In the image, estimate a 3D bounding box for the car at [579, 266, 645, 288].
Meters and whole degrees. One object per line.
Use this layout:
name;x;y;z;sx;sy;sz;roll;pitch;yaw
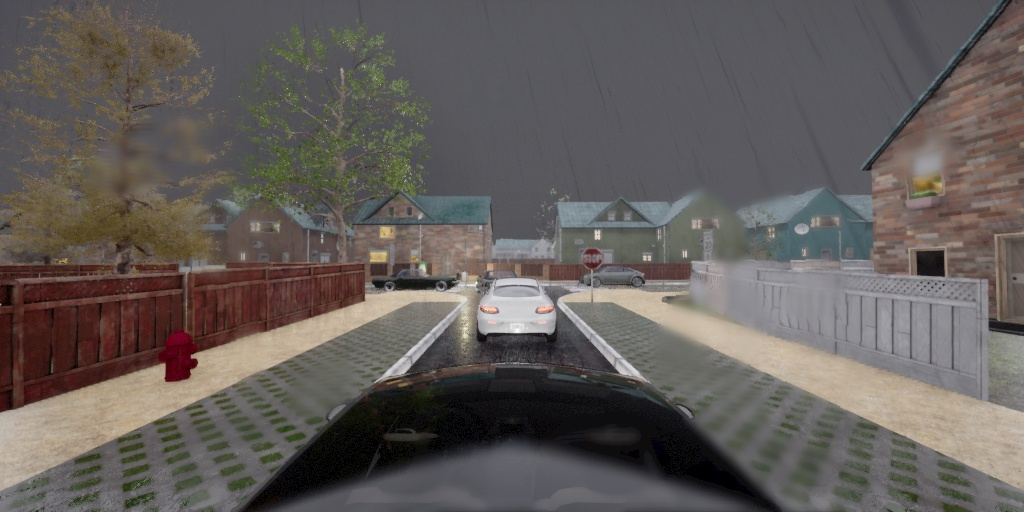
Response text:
car;6.552;1.344;23.655;4.181;1.385;1.994;0;-1;1

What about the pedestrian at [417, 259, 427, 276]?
pedestrian;-6.685;1.118;26.758;0.375;1.860;0.375;0;-1;1

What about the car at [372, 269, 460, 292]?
car;-5.470;1.416;20.872;4.718;1.301;1.895;-1;-1;1

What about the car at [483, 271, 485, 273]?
car;-0.746;1.366;18.485;1.895;1.301;4.718;0;-1;-12

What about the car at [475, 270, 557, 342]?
car;0.108;1.279;9.665;1.812;1.442;4.674;0;0;0
